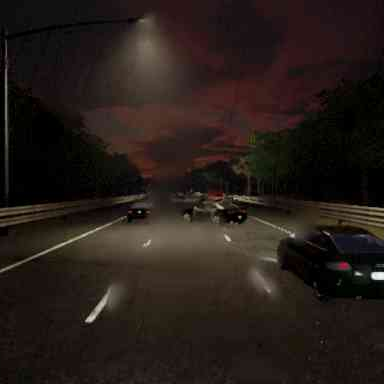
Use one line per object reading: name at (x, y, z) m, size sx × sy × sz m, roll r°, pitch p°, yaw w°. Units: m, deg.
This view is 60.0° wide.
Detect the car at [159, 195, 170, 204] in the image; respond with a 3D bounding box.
car at (-4.682, 1.222, 56.452) m, size 2.033 × 1.411 × 5.357 m, roll 0°, pitch 0°, yaw -3°

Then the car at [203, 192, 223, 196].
car at (2.782, 0.967, 41.423) m, size 2.150 × 2.045 × 5.566 m, roll 0°, pitch 0°, yaw -2°

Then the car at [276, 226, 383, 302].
car at (3.474, 1.505, 8.163) m, size 1.994 × 1.385 × 4.181 m, roll 0°, pitch 0°, yaw 0°

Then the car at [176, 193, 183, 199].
car at (-3.550, 0.978, 92.361) m, size 1.882 × 1.535 × 5.008 m, roll 0°, pitch 0°, yaw -4°

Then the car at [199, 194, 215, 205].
car at (2.352, 1.178, 52.465) m, size 2.128 × 1.511 × 4.902 m, roll 0°, pitch 0°, yaw -2°

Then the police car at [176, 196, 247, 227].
police car at (1.292, 1.284, 21.881) m, size 1.930 × 1.638 × 5.238 m, roll 0°, pitch 0°, yaw -37°

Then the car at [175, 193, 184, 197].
car at (-2.831, 1.086, 82.441) m, size 2.033 × 1.411 × 5.357 m, roll 0°, pitch 0°, yaw -4°

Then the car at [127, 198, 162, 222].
car at (-3.622, 1.394, 24.938) m, size 2.033 × 1.411 × 5.357 m, roll 0°, pitch 0°, yaw -1°
